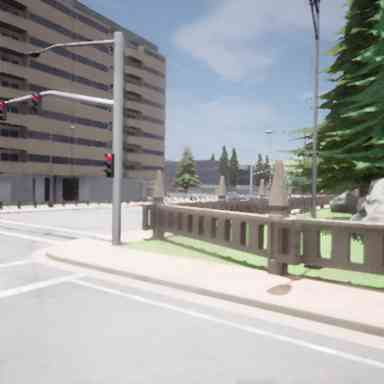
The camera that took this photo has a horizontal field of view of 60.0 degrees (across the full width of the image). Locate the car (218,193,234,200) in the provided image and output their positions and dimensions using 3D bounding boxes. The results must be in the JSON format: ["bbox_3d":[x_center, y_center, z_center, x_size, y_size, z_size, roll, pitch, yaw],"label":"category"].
[{"bbox_3d":[5.961,0.872,52.691,2.097,1.767,4.553,1,1,35],"label":"car"}]

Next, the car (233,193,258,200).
[{"bbox_3d":[8.469,1.114,50.171,1.812,1.442,4.674,1,1,35],"label":"car"}]
